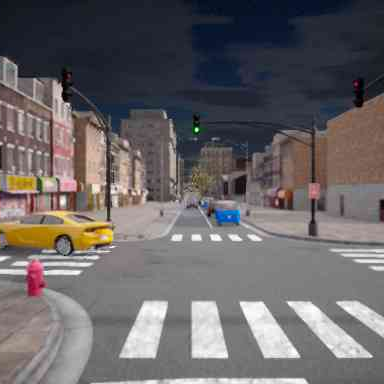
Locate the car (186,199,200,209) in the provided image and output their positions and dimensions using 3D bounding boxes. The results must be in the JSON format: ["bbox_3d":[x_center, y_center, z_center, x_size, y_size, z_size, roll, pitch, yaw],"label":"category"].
[{"bbox_3d":[0.042,2.207,56.206,1.895,1.301,4.718,0,-1,0],"label":"car"}]

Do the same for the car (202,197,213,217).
[{"bbox_3d":[2.607,1.652,35.700,2.192,1.841,5.009,-1,-1,0],"label":"car"}]

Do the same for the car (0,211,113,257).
[{"bbox_3d":[-5.552,1.492,13.046,5.008,1.535,1.882,1,-1,19],"label":"car"}]

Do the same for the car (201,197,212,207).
[{"bbox_3d":[2.962,2.054,70.668,2.150,2.045,5.566,0,-1,0],"label":"car"}]

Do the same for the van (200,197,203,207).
[{"bbox_3d":[2.601,1.882,51.569,1.690,1.788,3.998,-1,-1,0],"label":"van"}]

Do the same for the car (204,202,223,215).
[{"bbox_3d":[2.610,1.953,40.985,2.008,1.369,4.403,-1,-1,0],"label":"car"}]

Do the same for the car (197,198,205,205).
[{"bbox_3d":[2.584,2.552,93.887,2.192,1.841,5.009,-2,-1,0],"label":"car"}]

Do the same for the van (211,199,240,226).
[{"bbox_3d":[2.611,1.563,25.118,1.690,1.788,3.998,-1,-1,0],"label":"van"}]

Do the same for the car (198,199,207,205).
[{"bbox_3d":[2.594,2.586,83.304,1.887,1.381,4.507,-2,-1,0],"label":"car"}]
